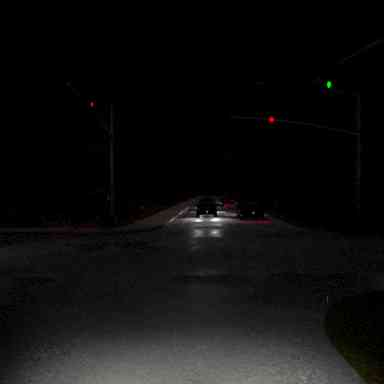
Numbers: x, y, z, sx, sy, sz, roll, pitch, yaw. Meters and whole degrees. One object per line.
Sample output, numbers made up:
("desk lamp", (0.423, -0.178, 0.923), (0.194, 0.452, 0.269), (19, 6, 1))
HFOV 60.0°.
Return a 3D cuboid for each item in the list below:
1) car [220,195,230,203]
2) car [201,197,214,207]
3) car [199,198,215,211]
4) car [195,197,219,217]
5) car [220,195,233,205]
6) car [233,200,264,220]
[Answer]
("car", (6.838, 1.465, 68.975), (1.837, 1.490, 4.892), (0, 0, 3))
("car", (2.349, 1.526, 50.586), (1.994, 1.385, 4.181), (0, 0, 3))
("car", (1.847, 1.467, 40.448), (1.837, 1.490, 4.892), (0, 0, 3))
("car", (1.384, 1.468, 30.997), (1.837, 1.490, 4.892), (0, 0, 3))
("car", (6.353, 1.562, 59.014), (1.895, 1.301, 4.718), (0, 0, 3))
("car", (4.843, 1.441, 27.991), (1.882, 1.535, 5.008), (0, 0, 3))
